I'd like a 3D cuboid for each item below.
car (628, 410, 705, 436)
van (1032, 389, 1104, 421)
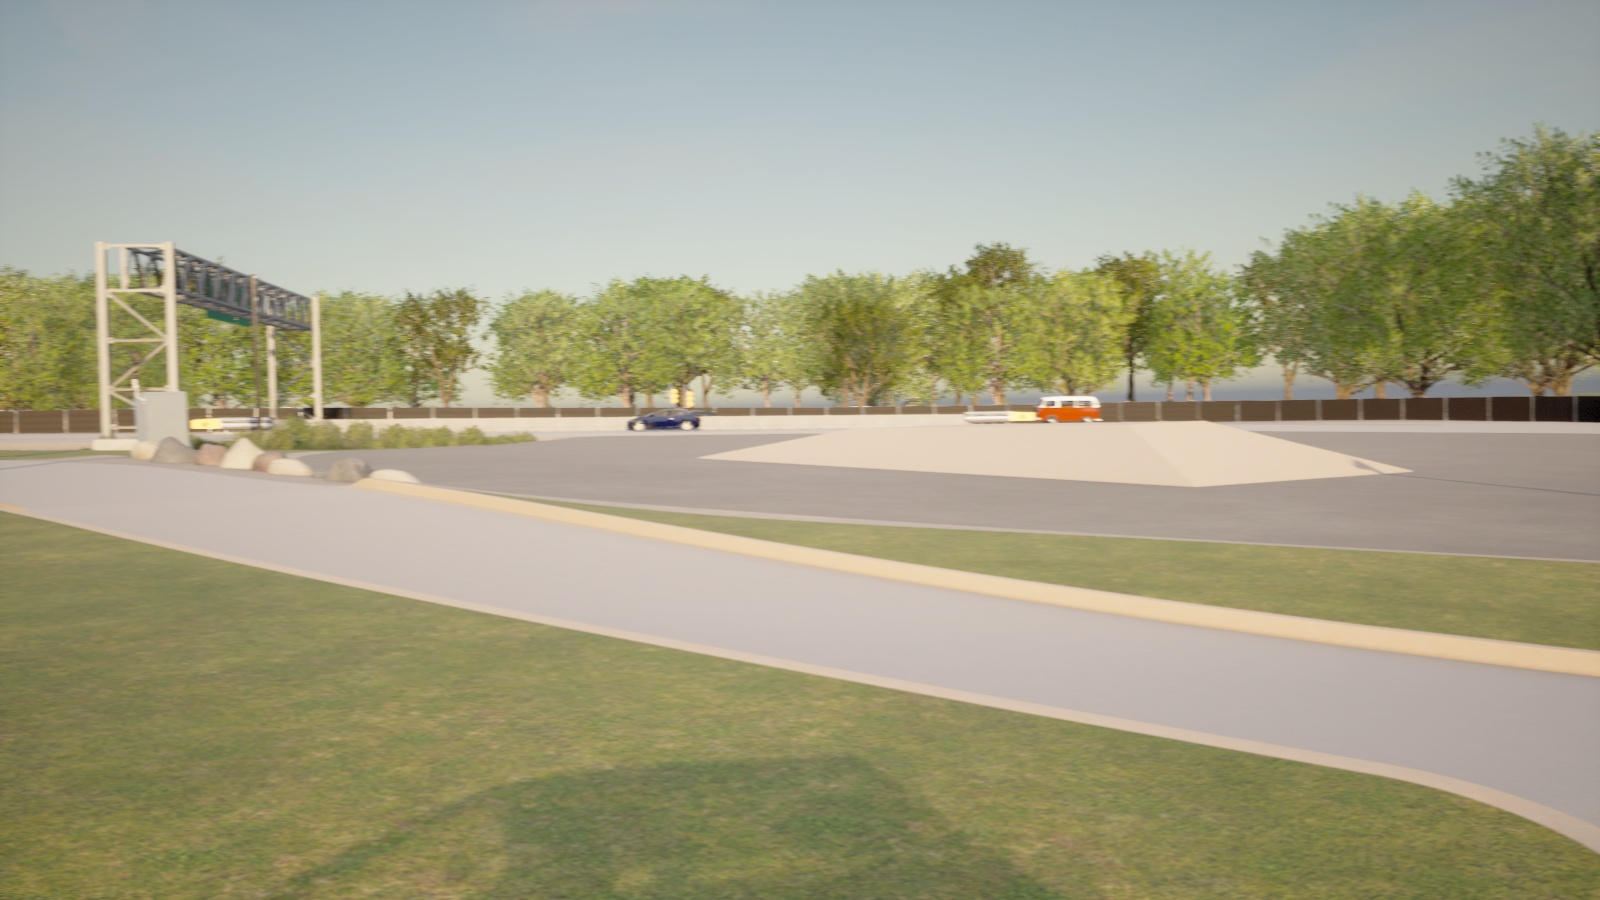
[{"bbox_3d":[-8.588,-1.751,80.593,4.792,1.488,2.163,-2,2,-6],"label":"car"},{"bbox_3d":[18.499,-3.104,86.759,4.480,2.038,2.069,-1,4,-2],"label":"van"}]
